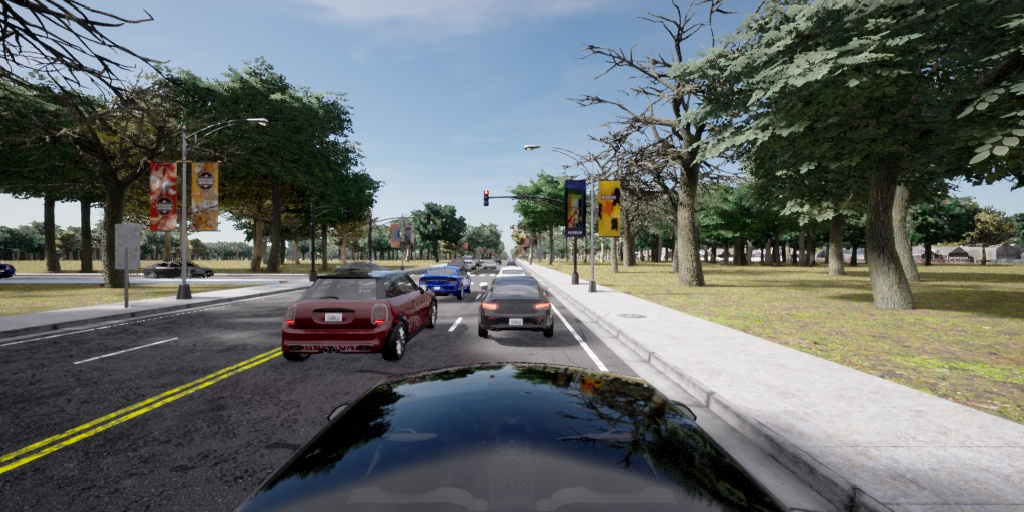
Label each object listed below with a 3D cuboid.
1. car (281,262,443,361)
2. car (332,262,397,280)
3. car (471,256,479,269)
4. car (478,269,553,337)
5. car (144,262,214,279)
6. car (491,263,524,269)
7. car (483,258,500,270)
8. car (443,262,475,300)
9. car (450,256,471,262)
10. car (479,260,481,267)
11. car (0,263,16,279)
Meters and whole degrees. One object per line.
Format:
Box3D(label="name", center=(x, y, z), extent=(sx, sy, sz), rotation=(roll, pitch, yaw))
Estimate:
Box3D(label="car", center=(-3.162, 1.103, 8.450), extent=(2.097, 1.767, 4.553), rotation=(0, 0, 0))
Box3D(label="car", center=(-12.471, 1.256, 30.633), extent=(4.892, 1.490, 1.837), rotation=(1, 0, -10))
Box3D(label="car", center=(-6.690, 0.995, 53.710), extent=(2.150, 2.045, 5.566), rotation=(0, 0, 0))
Box3D(label="car", center=(0.086, 1.277, 10.154), extent=(1.812, 1.442, 4.674), rotation=(0, 0, 0))
Box3D(label="car", center=(-27.761, 1.233, 29.972), extent=(4.892, 1.490, 1.837), rotation=(0, 0, 0))
Box3D(label="car", center=(0.033, 1.279, 19.257), extent=(1.812, 1.442, 4.674), rotation=(0, 0, 0))
Box3D(label="car", center=(-3.231, 1.373, 54.102), extent=(1.895, 1.301, 4.718), rotation=(0, 0, 0))
Box3D(label="car", center=(-3.179, 1.230, 17.778), extent=(1.882, 1.535, 5.008), rotation=(0, 0, 1))
Box3D(label="car", center=(-6.673, 1.116, 43.611), extent=(2.097, 1.767, 4.553), rotation=(0, 0, 0))
Box3D(label="car", center=(-6.668, 1.261, 64.446), extent=(1.882, 1.535, 5.008), rotation=(0, 0, 0))
Box3D(label="car", center=(-45.320, 0.934, 29.969), extent=(5.566, 2.045, 2.150), rotation=(0, 0, 0))
